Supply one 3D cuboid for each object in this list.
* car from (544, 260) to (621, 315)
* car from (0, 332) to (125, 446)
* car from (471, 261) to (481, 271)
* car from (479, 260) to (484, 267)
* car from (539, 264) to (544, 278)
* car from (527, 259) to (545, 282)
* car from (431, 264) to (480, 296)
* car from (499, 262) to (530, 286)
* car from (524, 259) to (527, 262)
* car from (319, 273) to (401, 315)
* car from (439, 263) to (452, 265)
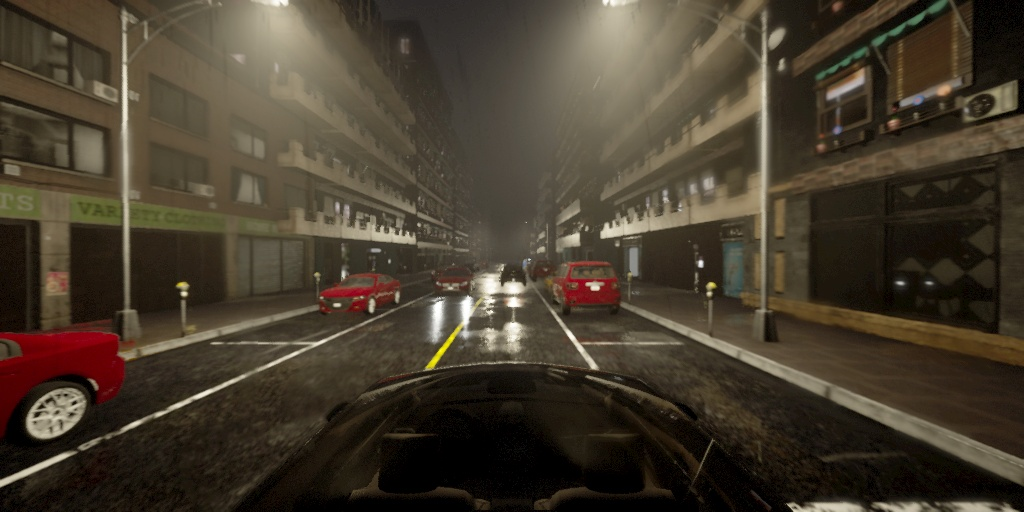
[{"bbox_3d":[2.693,1.133,13.909,2.192,1.841,5.009,0,0,0],"label":"car"},{"bbox_3d":[-5.691,1.300,2.546,1.888,1.381,4.507,0,0,0],"label":"car"},{"bbox_3d":[-5.676,1.587,48.022,1.948,1.339,4.313,0,0,0],"label":"car"},{"bbox_3d":[-5.674,1.623,53.706,1.948,1.339,4.313,0,0,0],"label":"car"},{"bbox_3d":[2.695,1.377,19.763,1.751,1.417,4.829,0,0,0],"label":"car"},{"bbox_3d":[2.699,1.233,30.963,2.192,1.841,5.009,0,0,0],"label":"car"},{"bbox_3d":[-3.094,1.382,20.393,1.812,1.442,4.674,0,0,0],"label":"car"},{"bbox_3d":[0.106,1.399,26.861,1.837,1.490,4.892,0,0,0],"label":"car"},{"bbox_3d":[2.701,1.266,36.647,2.192,1.841,5.009,0,0,0],"label":"car"},{"bbox_3d":[-5.687,1.364,13.915,1.888,1.381,4.507,0,0,0],"label":"car"},{"bbox_3d":[-5.682,1.358,30.969,1.967,1.591,4.097,0,0,0],"label":"car"}]
